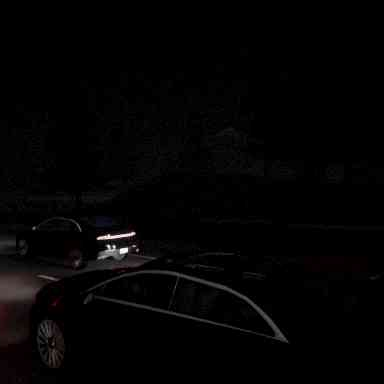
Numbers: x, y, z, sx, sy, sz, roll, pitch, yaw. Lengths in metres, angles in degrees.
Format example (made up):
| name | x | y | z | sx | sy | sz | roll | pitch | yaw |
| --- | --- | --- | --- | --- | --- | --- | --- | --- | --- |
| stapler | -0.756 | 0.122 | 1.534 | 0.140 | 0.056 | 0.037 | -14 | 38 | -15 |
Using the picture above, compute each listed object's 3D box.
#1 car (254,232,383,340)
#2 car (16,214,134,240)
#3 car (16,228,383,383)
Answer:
| name | x | y | z | sx | sy | sz | roll | pitch | yaw |
| --- | --- | --- | --- | --- | --- | --- | --- | --- | --- |
| car | 3.638 | 1.601 | 5.696 | 4.718 | 1.301 | 1.895 | 0 | 0 | 36 |
| car | -3.941 | 1.478 | 11.016 | 4.902 | 1.511 | 2.128 | 0 | 0 | 36 |
| car | -0.039 | 1.490 | 4.016 | 4.902 | 1.511 | 2.128 | 0 | 0 | 35 |
